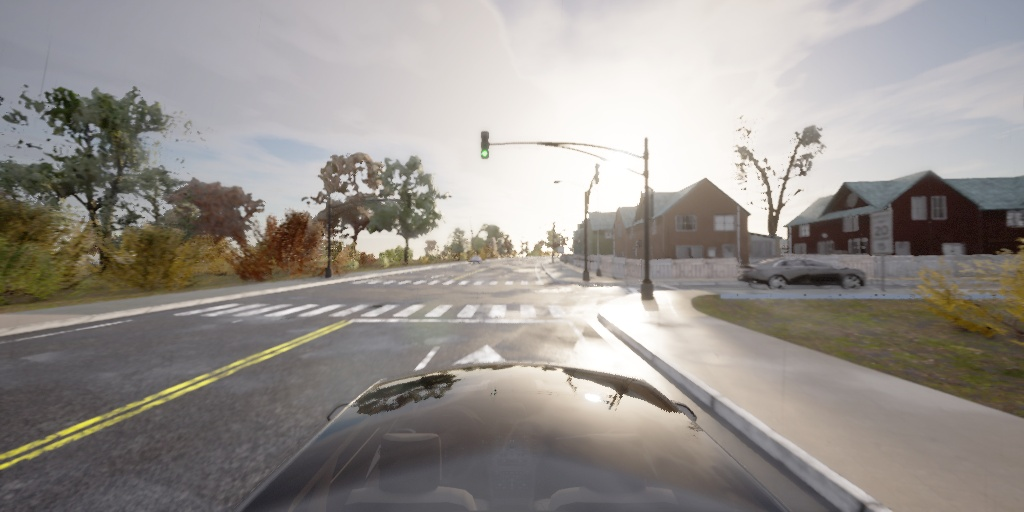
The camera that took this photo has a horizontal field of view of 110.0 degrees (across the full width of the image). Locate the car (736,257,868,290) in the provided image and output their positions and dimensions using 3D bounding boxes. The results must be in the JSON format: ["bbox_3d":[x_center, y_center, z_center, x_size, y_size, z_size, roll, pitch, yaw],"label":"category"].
[{"bbox_3d":[12.975,0.796,16.237,4.902,1.511,2.128,-1,-1,8],"label":"car"}]
